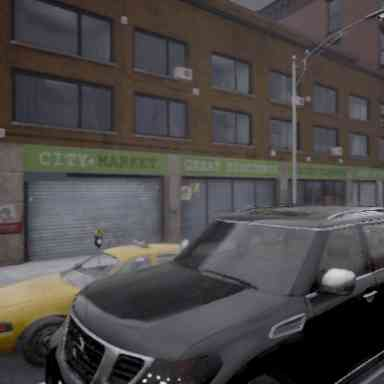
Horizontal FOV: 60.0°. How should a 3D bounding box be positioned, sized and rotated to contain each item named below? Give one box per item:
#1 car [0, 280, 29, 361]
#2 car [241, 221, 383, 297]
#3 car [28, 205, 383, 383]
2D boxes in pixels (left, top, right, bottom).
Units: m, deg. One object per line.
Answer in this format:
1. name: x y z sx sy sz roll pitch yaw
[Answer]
1. car: -1.119 1.527 5.743 4.829 1.417 1.752 0 -1 -36
2. car: 3.495 1.592 9.034 4.206 1.307 1.802 0 -1 -36
3. car: 1.232 1.227 4.211 5.566 2.045 2.150 0 0 -37
